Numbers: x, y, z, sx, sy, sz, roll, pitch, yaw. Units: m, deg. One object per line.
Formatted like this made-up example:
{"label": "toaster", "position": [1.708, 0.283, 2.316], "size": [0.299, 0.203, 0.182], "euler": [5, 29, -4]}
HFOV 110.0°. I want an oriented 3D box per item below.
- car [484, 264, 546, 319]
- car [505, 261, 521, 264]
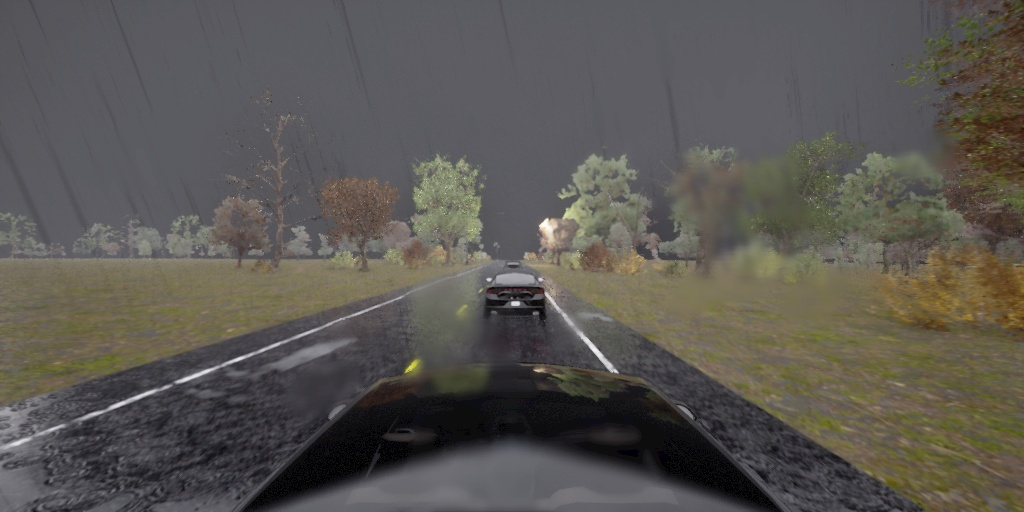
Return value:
{"label": "car", "position": [0.102, 1.198, 12.653], "size": [1.882, 1.535, 5.008], "euler": [0, 0, 0]}
{"label": "car", "position": [0.108, 1.175, 32.725], "size": [1.837, 1.490, 4.892], "euler": [0, 0, 0]}
